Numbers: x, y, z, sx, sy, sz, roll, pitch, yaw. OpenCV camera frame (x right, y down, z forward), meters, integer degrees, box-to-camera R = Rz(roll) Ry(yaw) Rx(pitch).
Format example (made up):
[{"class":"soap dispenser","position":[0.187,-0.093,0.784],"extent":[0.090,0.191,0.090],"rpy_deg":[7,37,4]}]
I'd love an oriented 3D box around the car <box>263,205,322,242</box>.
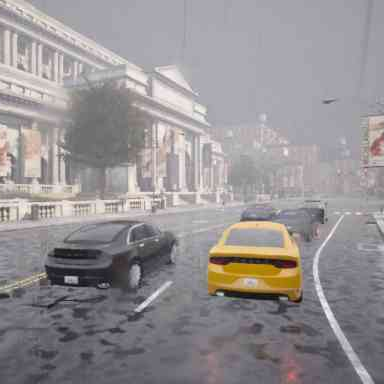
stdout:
[{"class":"car","position":[5.137,1.564,16.715],"extent":[1.994,1.385,4.181],"rpy_deg":[0,0,26]}]

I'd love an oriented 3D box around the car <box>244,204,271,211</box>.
[{"class":"car","position":[5.091,1.564,24.568],"extent":[1.994,1.385,4.181],"rpy_deg":[0,0,26]}]

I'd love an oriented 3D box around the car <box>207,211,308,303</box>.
[{"class":"car","position":[1.687,1.478,8.412],"extent":[1.882,1.535,5.008],"rpy_deg":[0,0,15]}]

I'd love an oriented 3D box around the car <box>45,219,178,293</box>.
[{"class":"car","position":[-1.794,1.504,8.976],"extent":[1.837,1.490,4.892],"rpy_deg":[-1,0,15]}]

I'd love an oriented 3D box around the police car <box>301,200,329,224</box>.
[{"class":"police car","position":[9.132,1.425,25.075],"extent":[1.930,1.638,5.238],"rpy_deg":[0,0,27]}]
